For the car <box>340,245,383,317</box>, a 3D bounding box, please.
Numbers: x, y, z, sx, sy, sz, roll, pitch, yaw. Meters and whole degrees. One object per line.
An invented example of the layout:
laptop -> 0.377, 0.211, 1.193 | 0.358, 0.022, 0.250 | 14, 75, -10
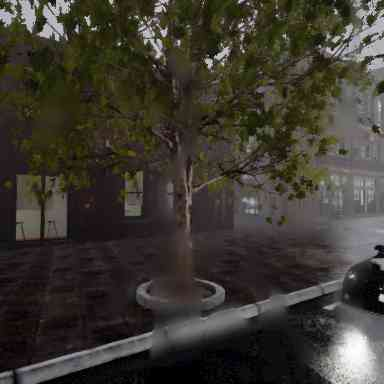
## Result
car -> 4.798, 1.565, 6.581 | 4.181, 1.385, 1.994 | 0, 0, -36
